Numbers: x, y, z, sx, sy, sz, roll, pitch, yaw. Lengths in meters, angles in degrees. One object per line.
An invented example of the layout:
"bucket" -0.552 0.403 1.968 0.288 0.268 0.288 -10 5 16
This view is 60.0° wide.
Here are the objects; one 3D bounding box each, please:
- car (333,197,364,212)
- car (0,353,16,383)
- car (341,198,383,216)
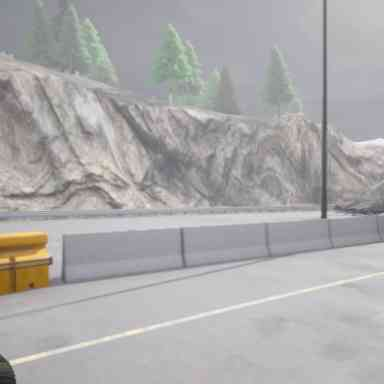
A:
"car" 17.994 1.409 36.948 4.553 1.767 2.097 0 0 -21
"car" -3.440 1.467 1.240 5.008 1.535 1.882 0 0 -36
"car" 17.924 1.604 33.194 5.357 1.411 2.033 0 0 -22
